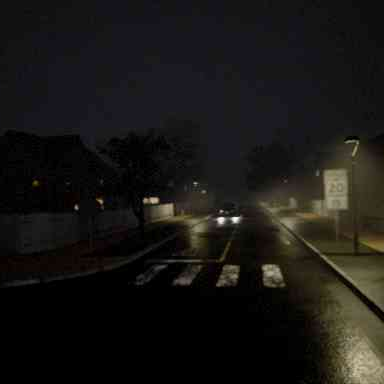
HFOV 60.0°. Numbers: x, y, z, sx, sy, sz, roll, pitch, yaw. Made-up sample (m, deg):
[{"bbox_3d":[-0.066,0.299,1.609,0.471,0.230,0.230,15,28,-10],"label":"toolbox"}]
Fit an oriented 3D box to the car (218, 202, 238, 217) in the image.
[{"bbox_3d":[4.066,1.926,36.931,1.837,1.490,4.892,-2,-1,10],"label":"car"}]
